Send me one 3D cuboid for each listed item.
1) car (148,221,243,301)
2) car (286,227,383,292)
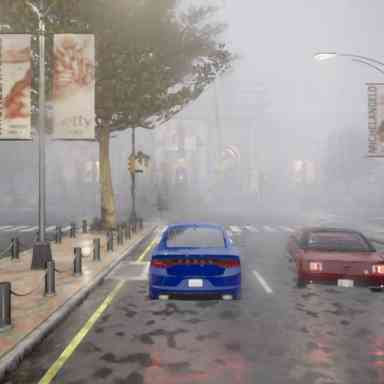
[{"bbox_3d":[0.073,1.477,8.428,1.882,1.535,5.008,0,0,0],"label":"car"},{"bbox_3d":[3.679,1.600,9.054,1.895,1.301,4.718,0,0,13],"label":"car"}]
